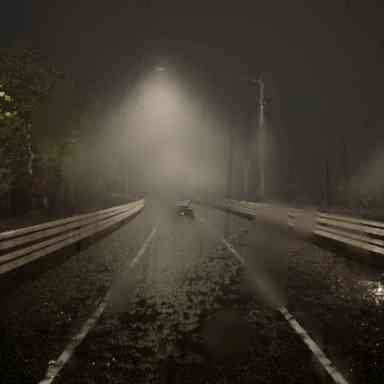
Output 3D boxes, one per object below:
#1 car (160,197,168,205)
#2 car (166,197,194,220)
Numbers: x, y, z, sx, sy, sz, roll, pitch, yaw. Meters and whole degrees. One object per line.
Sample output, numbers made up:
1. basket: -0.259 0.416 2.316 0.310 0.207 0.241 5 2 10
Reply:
1. car: -4.510 1.536 58.773 1.994 1.385 4.181 0 0 -9
2. car: -0.928 1.495 28.592 2.128 1.511 4.902 0 0 -5
